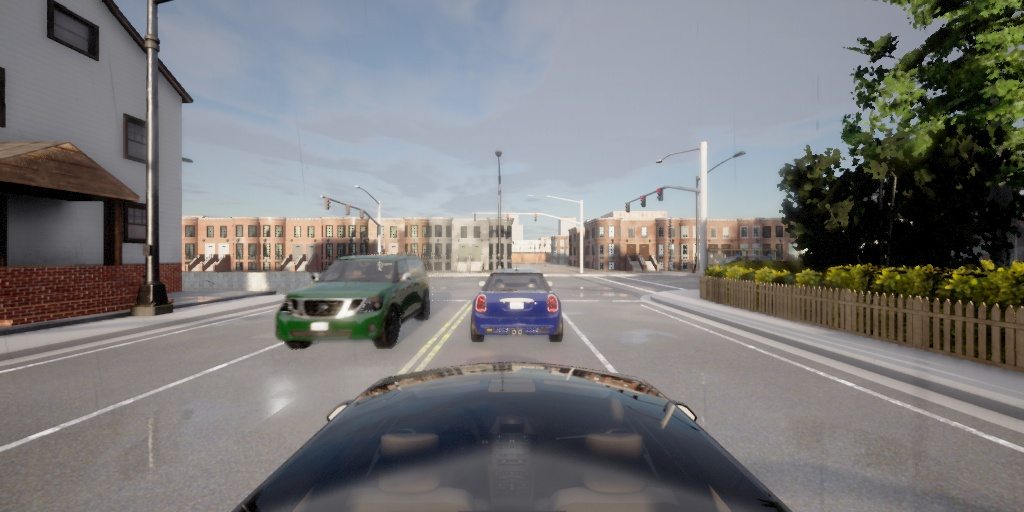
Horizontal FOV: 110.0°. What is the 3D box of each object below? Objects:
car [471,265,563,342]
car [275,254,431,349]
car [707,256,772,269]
[{"bbox_3d":[0.108,1.105,9.943,2.097,1.767,4.553,0,0,0],"label":"car"},{"bbox_3d":[-3.671,0.974,9.520,2.150,2.045,5.566,0,0,-1],"label":"car"},{"bbox_3d":[18.731,0.980,29.661,5.566,2.045,2.150,0,0,0],"label":"car"}]
